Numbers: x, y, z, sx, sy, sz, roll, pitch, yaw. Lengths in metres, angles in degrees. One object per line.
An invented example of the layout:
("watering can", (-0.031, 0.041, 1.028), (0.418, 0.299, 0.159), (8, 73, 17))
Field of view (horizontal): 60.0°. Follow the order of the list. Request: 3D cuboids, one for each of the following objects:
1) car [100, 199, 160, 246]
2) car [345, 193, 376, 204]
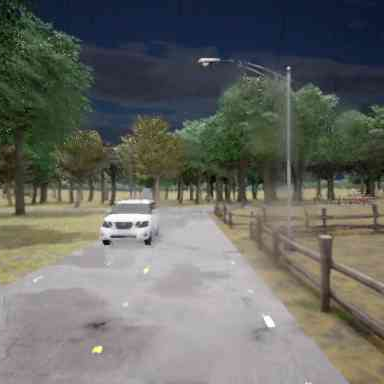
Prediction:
("car", (-2.851, 1.389, 16.552), (2.150, 2.045, 5.566), (0, -1, 0))
("car", (27.642, 1.028, 54.613), (4.553, 1.767, 2.097), (-2, -1, 0))
